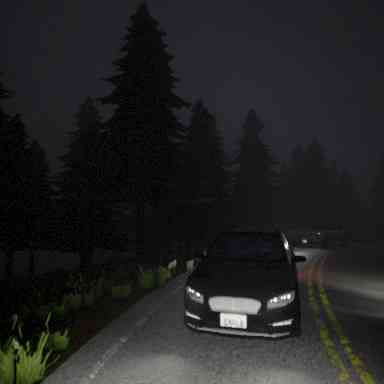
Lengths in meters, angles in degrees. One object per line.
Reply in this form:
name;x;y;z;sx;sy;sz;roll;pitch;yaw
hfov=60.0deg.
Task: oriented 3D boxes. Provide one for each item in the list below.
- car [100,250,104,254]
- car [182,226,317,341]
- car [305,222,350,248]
car;-19.464;13.584;73.523;4.181;1.381;1.994;-2;-5;31
car;1.222;1.554;6.919;2.128;1.511;4.902;-1;-2;16
car;7.136;2.339;18.496;1.895;1.301;4.718;-4;-7;41
